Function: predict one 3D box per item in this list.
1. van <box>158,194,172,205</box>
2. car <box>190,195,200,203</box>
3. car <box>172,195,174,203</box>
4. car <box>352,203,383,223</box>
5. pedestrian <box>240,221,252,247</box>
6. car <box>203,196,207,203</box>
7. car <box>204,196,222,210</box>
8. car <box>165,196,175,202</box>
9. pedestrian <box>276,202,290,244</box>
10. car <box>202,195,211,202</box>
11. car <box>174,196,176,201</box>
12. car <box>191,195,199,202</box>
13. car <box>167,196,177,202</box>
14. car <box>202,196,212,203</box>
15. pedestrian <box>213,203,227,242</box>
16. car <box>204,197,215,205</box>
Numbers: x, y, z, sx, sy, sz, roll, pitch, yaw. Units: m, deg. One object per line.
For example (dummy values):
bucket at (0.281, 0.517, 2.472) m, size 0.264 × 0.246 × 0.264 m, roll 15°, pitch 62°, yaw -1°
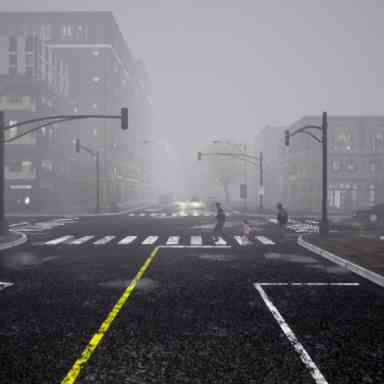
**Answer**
van at (-5.190, 1.399, 60.802) m, size 1.690 × 1.788 × 3.998 m, roll 0°, pitch 0°, yaw 0°
car at (0.582, 1.546, 70.435) m, size 1.882 × 1.535 × 5.008 m, roll 0°, pitch 0°, yaw 0°
car at (-5.143, 1.651, 66.498) m, size 1.802 × 1.307 × 4.206 m, roll 0°, pitch 0°, yaw 0°
car at (15.030, 1.578, 25.860) m, size 4.892 × 1.490 × 1.837 m, roll 0°, pitch 0°, yaw -2°
pedestrian at (2.229, 1.674, 13.501) m, size 0.500 × 1.100 × 0.500 m, roll 0°, pitch 0°, yaw 0°
car at (3.097, 1.478, 49.338) m, size 1.967 × 1.590 × 4.097 m, roll 0°, pitch 0°, yaw 0°
car at (3.049, 1.580, 43.641) m, size 2.008 × 1.369 × 4.403 m, roll 0°, pitch 0°, yaw 0°
car at (-5.049, 1.662, 77.892) m, size 1.947 × 1.339 × 4.313 m, roll 0°, pitch 0°, yaw 0°
pedestrian at (3.826, 1.294, 14.088) m, size 0.375 × 1.860 × 0.375 m, roll 0°, pitch 0°, yaw 0°
car at (3.331, 1.536, 77.821) m, size 1.967 × 1.590 × 4.097 m, roll 0°, pitch 0°, yaw 0°
car at (-5.096, 1.397, 72.195) m, size 2.192 × 1.841 × 5.009 m, roll 0°, pitch 0°, yaw 0°
car at (0.668, 1.540, 80.851) m, size 1.812 × 1.442 × 4.674 m, roll 0°, pitch 0°, yaw 0°
car at (-5.002, 1.663, 83.587) m, size 2.008 × 1.369 × 4.403 m, roll 0°, pitch 0°, yaw 0°
car at (3.285, 1.633, 72.124) m, size 2.008 × 1.369 × 4.403 m, roll 0°, pitch 0°, yaw 0°
pedestrian at (1.236, 1.294, 14.709) m, size 0.375 × 1.860 × 0.375 m, roll 0°, pitch 0°, yaw 0°
car at (3.190, 1.640, 60.731) m, size 1.802 × 1.307 × 4.206 m, roll 0°, pitch 0°, yaw 0°
